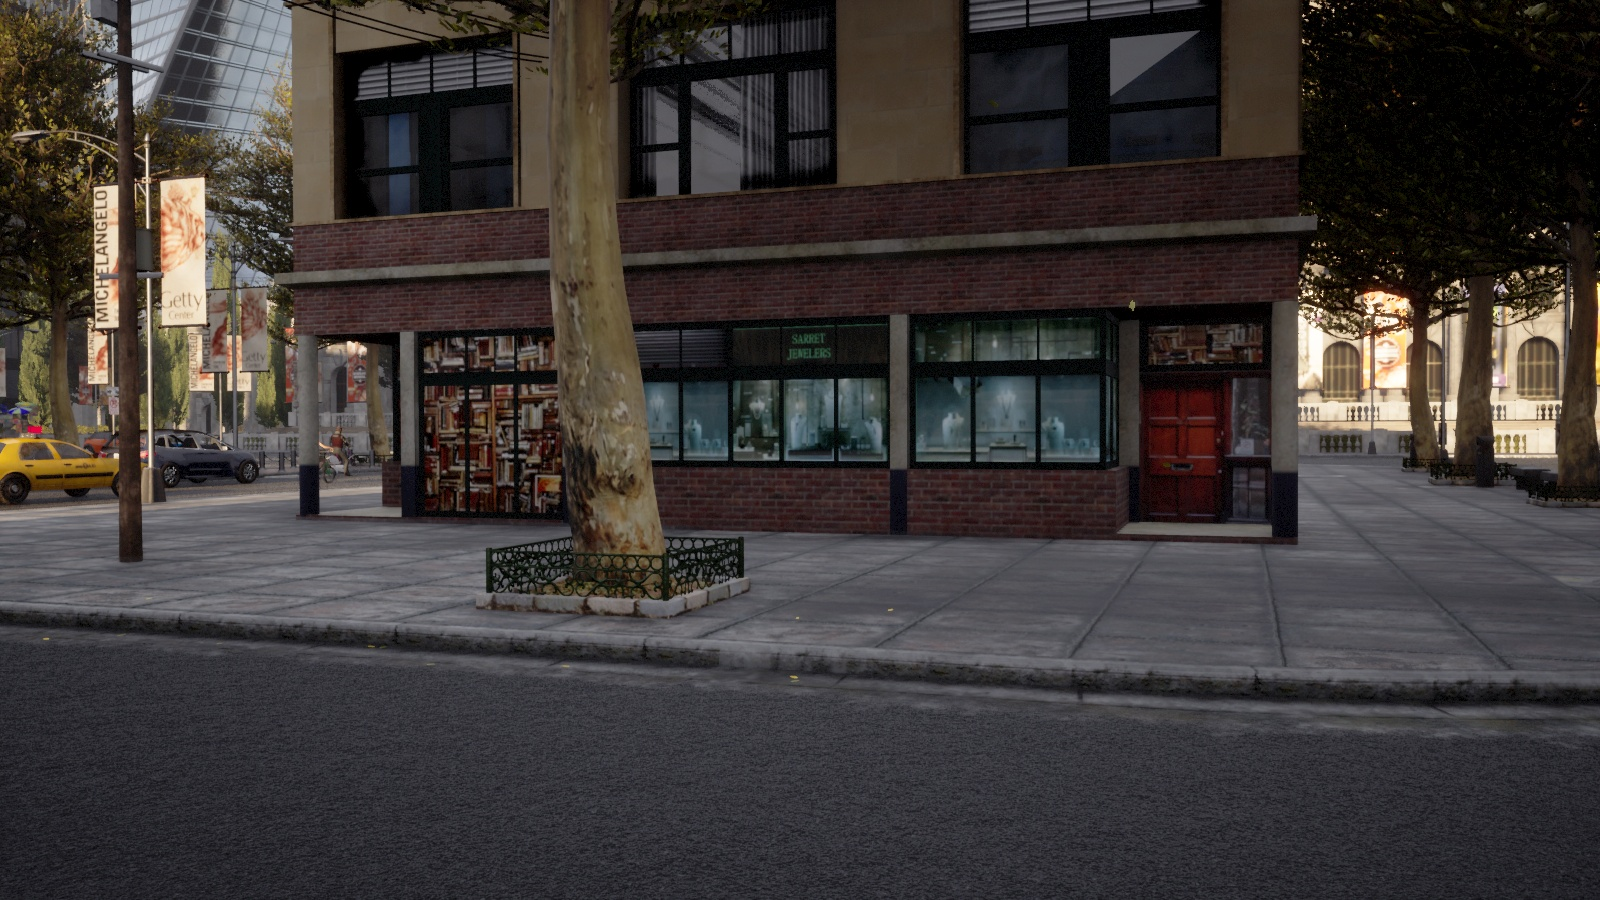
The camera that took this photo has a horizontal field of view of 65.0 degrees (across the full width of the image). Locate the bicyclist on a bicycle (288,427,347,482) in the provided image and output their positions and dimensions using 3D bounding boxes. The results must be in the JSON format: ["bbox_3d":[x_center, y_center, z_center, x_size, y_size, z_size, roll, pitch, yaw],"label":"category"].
[{"bbox_3d":[-14.372,0.109,37.457,0.866,1.612,1.509,1,1,20],"label":"bicyclist on a bicycle"}]

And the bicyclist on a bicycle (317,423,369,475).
[{"bbox_3d":[-15.905,-0.063,43.725,0.659,1.776,1.843,1,1,20],"label":"bicyclist on a bicycle"}]

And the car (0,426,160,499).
[{"bbox_3d":[-17.502,0.241,28.675,1.801,1.575,5.366,1,1,20],"label":"car"}]

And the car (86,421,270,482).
[{"bbox_3d":[-18.222,0.009,37.055,2.242,1.667,4.611,1,1,20],"label":"car"}]

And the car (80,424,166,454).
[{"bbox_3d":[-41.183,-0.692,76.372,4.553,1.767,2.097,1,1,19],"label":"car"}]
